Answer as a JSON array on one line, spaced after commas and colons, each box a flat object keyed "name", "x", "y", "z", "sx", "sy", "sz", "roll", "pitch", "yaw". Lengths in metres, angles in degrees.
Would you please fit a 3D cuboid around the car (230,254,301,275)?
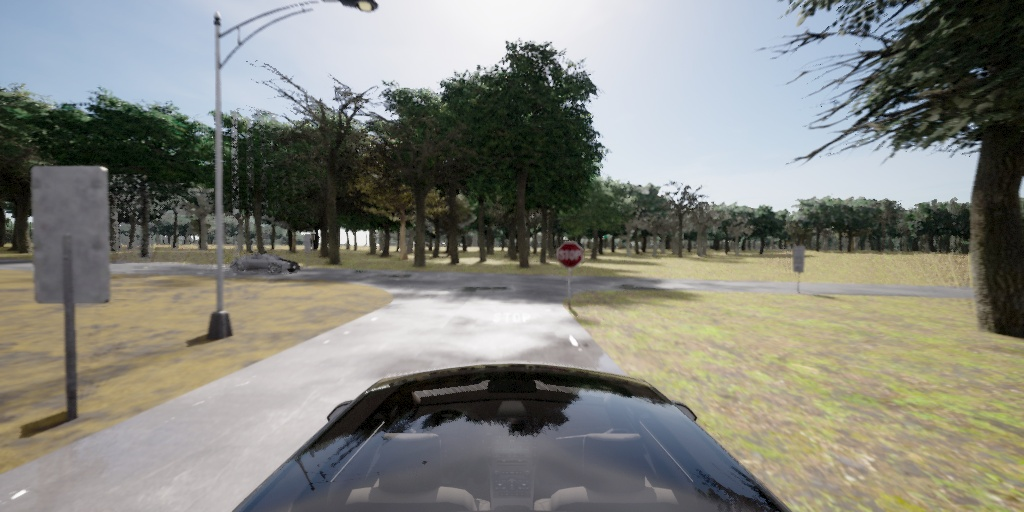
[{"name": "car", "x": -17.593, "y": 0.540, "z": 25.697, "sx": 4.181, "sy": 1.385, "sz": 1.994, "roll": 2, "pitch": 1, "yaw": -1}]
